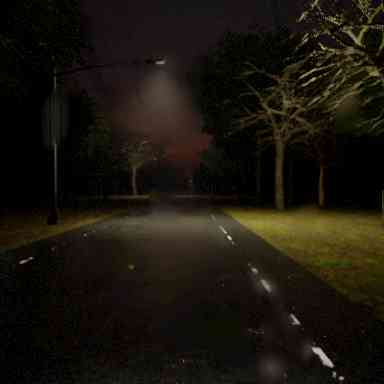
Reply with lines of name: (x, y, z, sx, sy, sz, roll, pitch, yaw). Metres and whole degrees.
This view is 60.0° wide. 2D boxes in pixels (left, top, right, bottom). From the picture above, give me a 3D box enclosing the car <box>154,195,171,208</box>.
car: (-3.602, 1.162, 41.806, 1.837, 1.490, 4.892, 0, 0, 0)
